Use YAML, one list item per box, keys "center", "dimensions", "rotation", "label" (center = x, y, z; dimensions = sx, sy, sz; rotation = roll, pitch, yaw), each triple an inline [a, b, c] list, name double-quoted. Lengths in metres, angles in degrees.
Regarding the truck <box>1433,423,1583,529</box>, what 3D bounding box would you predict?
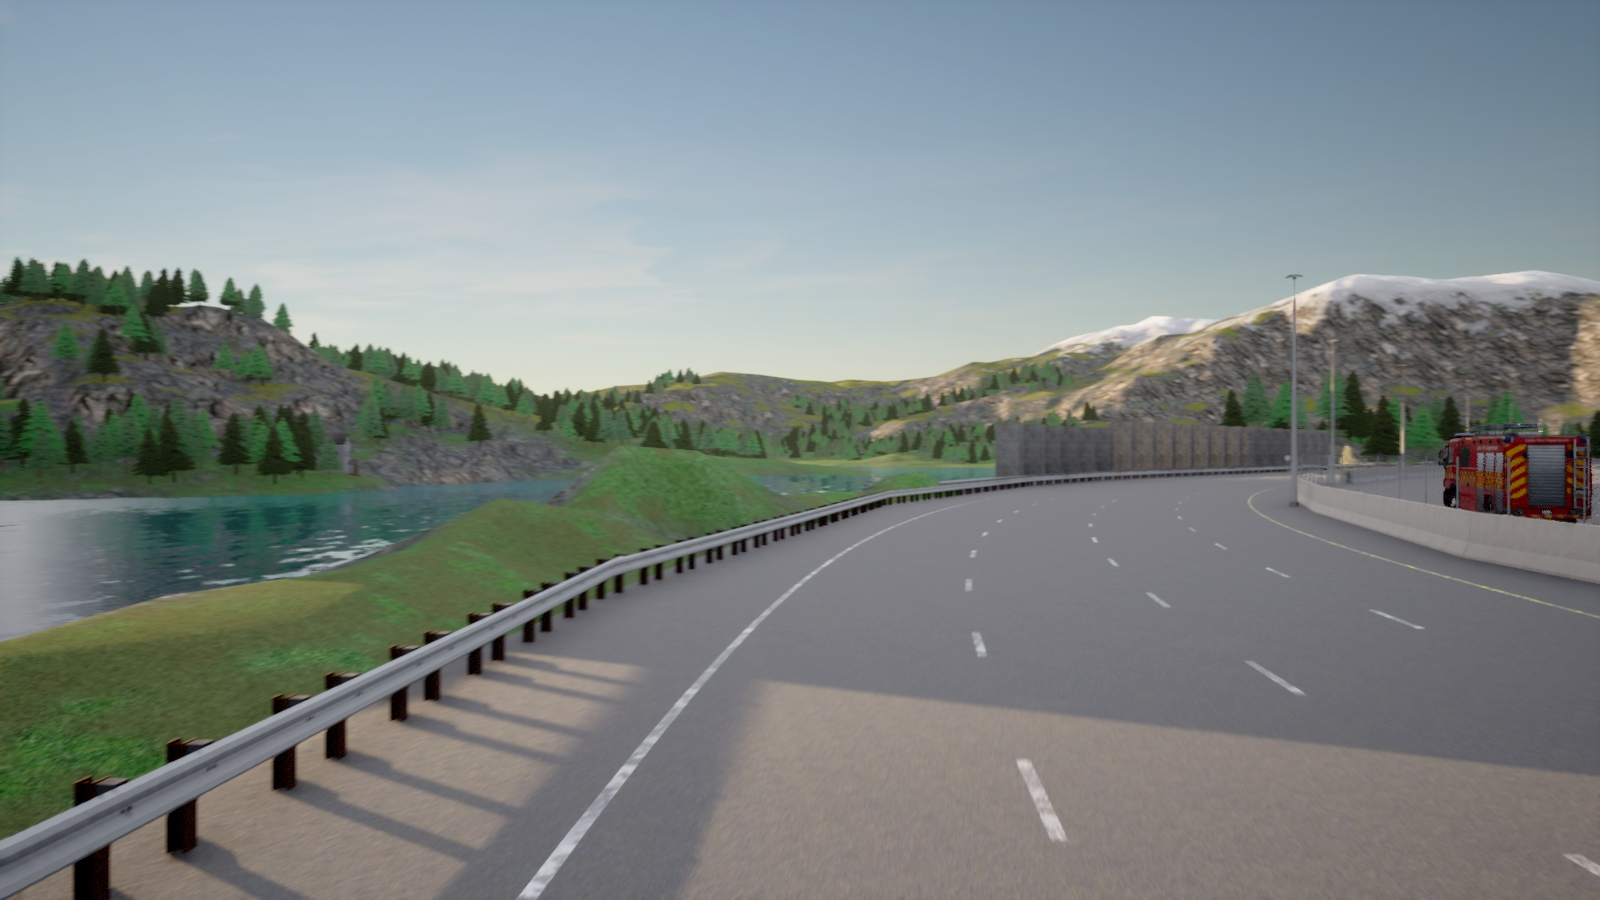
- center: [27.868, 0.933, 45.428]
  dimensions: [2.891, 3.827, 8.468]
  rotation: [0, 0, 16]
  label: "truck"
